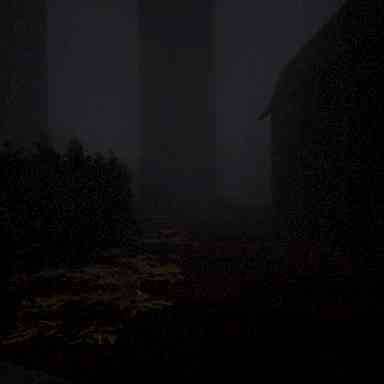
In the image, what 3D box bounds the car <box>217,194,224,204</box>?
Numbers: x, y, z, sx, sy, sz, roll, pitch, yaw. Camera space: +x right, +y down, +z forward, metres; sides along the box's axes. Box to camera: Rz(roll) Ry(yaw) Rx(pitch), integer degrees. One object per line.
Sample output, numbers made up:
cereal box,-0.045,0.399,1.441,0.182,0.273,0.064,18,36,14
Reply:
car,3.532,0.997,49.462,1.994,1.381,4.181,-1,0,-5
